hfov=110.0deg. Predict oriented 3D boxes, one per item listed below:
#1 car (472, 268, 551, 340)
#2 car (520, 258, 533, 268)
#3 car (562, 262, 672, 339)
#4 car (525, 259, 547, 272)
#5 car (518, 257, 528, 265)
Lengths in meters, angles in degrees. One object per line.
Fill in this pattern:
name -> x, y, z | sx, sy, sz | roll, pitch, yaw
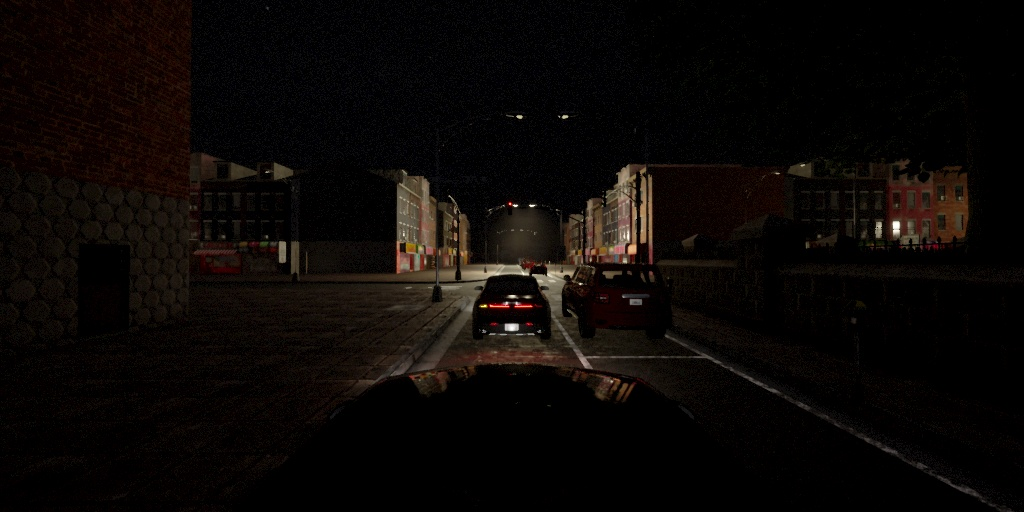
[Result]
car -> -0.009, 1.258, 9.995 | 1.837, 1.490, 4.892 | 0, 0, 0
car -> 2.582, 1.372, 52.777 | 1.888, 1.381, 4.507 | 0, 0, 0
car -> 2.629, 1.068, 10.036 | 2.192, 1.841, 5.009 | 0, 0, 0
car -> 2.600, 1.334, 36.465 | 1.888, 1.381, 4.507 | 0, 0, 0
car -> 2.576, 1.157, 58.214 | 2.192, 1.841, 5.009 | 0, 0, 0
